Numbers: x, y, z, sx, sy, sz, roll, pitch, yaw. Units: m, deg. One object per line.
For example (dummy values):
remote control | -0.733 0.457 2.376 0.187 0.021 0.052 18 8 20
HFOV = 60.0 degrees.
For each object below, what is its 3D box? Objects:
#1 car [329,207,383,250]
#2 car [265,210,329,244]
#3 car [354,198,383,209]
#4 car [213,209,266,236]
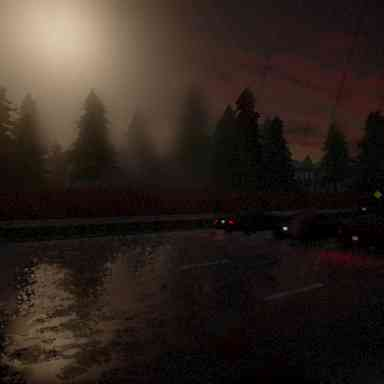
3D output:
car | 8.186 1.616 14.009 5.008 1.535 1.882 0 0 -35
car | 6.005 1.700 16.753 4.181 1.385 1.994 1 0 -35
car | 15.946 1.491 28.158 5.566 2.045 2.150 0 0 -36
car | 3.716 1.680 19.425 5.357 1.411 2.033 1 0 -35
